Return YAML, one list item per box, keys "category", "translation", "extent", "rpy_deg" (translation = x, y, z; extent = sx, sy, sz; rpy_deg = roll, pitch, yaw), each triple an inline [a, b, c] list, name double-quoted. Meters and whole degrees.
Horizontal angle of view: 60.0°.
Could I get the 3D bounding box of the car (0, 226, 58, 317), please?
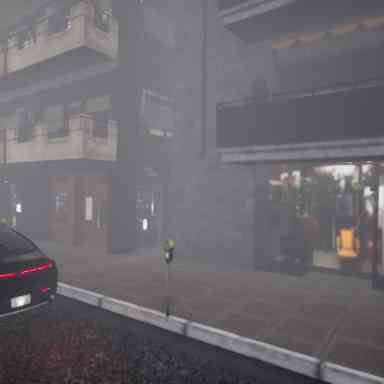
- category: "car"
  translation: [-4.606, 1.401, 6.540]
  extent: [4.892, 1.490, 1.837]
  rpy_deg: [1, 1, 35]
